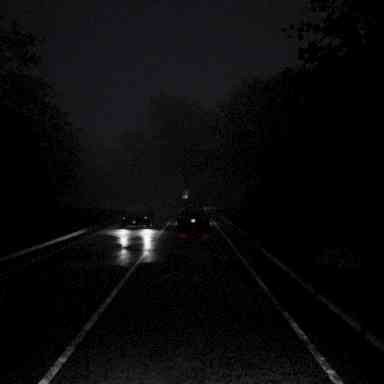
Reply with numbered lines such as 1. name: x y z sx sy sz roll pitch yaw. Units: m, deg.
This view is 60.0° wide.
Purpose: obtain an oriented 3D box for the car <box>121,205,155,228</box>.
1. car: -3.628 1.629 23.150 1.812 1.442 4.674 0 0 0

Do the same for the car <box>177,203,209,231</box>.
1. car: 0.068 1.660 21.547 1.994 1.385 4.181 0 0 0

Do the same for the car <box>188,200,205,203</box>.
1. car: 0.479 1.673 41.067 2.128 1.511 4.902 0 0 6
